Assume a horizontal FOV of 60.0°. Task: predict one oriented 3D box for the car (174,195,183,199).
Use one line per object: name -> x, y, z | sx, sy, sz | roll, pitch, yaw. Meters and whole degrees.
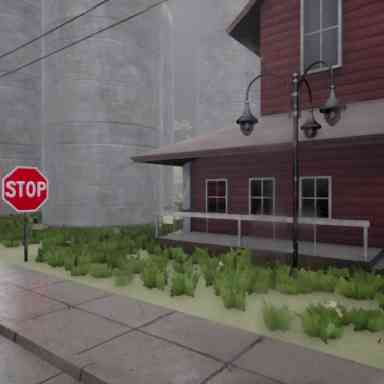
car -> -3.396, 1.505, 86.131 | 4.193, 1.474, 1.816 | 0, 0, 37
